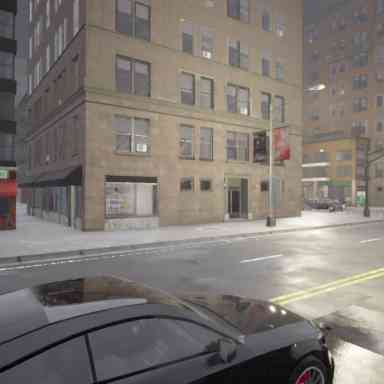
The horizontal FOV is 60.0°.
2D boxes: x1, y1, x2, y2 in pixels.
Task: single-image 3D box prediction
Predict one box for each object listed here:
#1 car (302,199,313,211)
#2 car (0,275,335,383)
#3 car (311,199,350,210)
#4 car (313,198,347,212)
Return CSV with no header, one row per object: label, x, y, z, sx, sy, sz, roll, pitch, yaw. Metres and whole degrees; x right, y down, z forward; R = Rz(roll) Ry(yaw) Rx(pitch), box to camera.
car,11.508,1.420,38.989,1.967,1.590,4.097,0,0,-35
car,-0.691,1.526,2.946,4.674,1.442,1.812,0,0,-35
car,18.066,1.576,43.613,1.947,1.339,4.313,0,0,-35
car,15.150,1.482,38.225,2.128,1.511,4.902,0,0,-35
